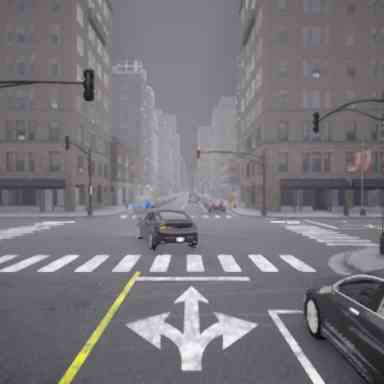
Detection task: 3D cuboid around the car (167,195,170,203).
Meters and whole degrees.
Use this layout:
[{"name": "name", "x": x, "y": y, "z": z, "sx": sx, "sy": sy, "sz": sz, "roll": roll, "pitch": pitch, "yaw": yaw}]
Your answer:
[{"name": "car", "x": -5.682, "y": 1.616, "z": 61.167, "sx": 1.947, "sy": 1.339, "sz": 4.313, "roll": 0, "pitch": 0, "yaw": 0}]

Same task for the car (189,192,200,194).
[{"name": "car", "x": 0.233, "y": 1.099, "z": 78.070, "sx": 2.150, "sy": 2.045, "sz": 5.566, "roll": 0, "pitch": 0, "yaw": 0}]

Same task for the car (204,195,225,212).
[{"name": "car", "x": 2.768, "y": 1.472, "z": 38.467, "sx": 1.967, "sy": 1.590, "sz": 4.097, "roll": 0, "pitch": 0, "yaw": 0}]

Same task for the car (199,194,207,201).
[{"name": "car", "x": 2.937, "y": 1.378, "z": 89.490, "sx": 2.192, "sy": 1.841, "sz": 5.009, "roll": 0, "pitch": 0, "yaw": 0}]

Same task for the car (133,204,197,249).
[{"name": "car", "x": -1.236, "y": 1.519, "z": 14.707, "sx": 1.837, "sy": 1.490, "sz": 4.892, "roll": 2, "pitch": -1, "yaw": -19}]

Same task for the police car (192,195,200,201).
[{"name": "police car", "x": 1.051, "y": 1.487, "z": 84.563, "sx": 1.930, "sy": 1.638, "sz": 5.238, "roll": 0, "pitch": 0, "yaw": -1}]

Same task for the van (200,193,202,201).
[{"name": "van", "x": 2.843, "y": 1.391, "z": 61.144, "sx": 1.690, "sy": 1.788, "sz": 3.998, "roll": 0, "pitch": 0, "yaw": 0}]

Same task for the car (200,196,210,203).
[{"name": "car", "x": 2.881, "y": 1.607, "z": 72.483, "sx": 2.008, "sy": 1.369, "sz": 4.403, "roll": 0, "pitch": 0, "yaw": 0}]

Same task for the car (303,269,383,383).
[{"name": "car", "x": 2.663, "y": 1.554, "z": 3.817, "sx": 2.008, "sy": 1.369, "sz": 4.403, "roll": 0, "pitch": 0, "yaw": 0}]

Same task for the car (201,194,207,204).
[{"name": "car", "x": 2.806, "y": 1.482, "z": 49.805, "sx": 1.967, "sy": 1.590, "sz": 4.097, "roll": 0, "pitch": 0, "yaw": 0}]

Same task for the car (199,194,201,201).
[{"name": "car", "x": 2.863, "y": 1.579, "z": 66.983, "sx": 1.752, "sy": 1.417, "sz": 4.829, "roll": 0, "pitch": 0, "yaw": 0}]

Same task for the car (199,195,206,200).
[{"name": "car", "x": 2.957, "y": 1.631, "z": 95.160, "sx": 1.947, "sy": 1.339, "sz": 4.313, "roll": 0, "pitch": 0, "yaw": 0}]

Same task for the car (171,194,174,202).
[{"name": "car", "x": -5.644, "y": 1.622, "z": 72.503, "sx": 1.947, "sy": 1.339, "sz": 4.313, "roll": 0, "pitch": 0, "yaw": 0}]

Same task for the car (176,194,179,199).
[{"name": "car", "x": -5.569, "y": 1.380, "z": 95.176, "sx": 2.192, "sy": 1.841, "sz": 5.009, "roll": 0, "pitch": 0, "yaw": 0}]

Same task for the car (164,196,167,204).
[{"name": "car", "x": -5.701, "y": 1.628, "z": 55.498, "sx": 1.802, "sy": 1.307, "sz": 4.206, "roll": 0, "pitch": 0, "yaw": 0}]

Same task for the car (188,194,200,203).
[{"name": "car", "x": 0.199, "y": 1.609, "z": 68.035, "sx": 1.994, "sy": 1.385, "sz": 4.181, "roll": 0, "pitch": 0, "yaw": 0}]

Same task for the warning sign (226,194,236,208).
[{"name": "warning sign", "x": 5.189, "y": 1.152, "z": 44.454, "sx": 1.300, "sy": 1.860, "sz": 1.060, "roll": 0, "pitch": 0, "yaw": 0}]

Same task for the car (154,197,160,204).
[{"name": "car", "x": -5.739, "y": 1.477, "z": 44.162, "sx": 1.967, "sy": 1.590, "sz": 4.097, "roll": 0, "pitch": 0, "yaw": 0}]

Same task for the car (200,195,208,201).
[{"name": "car", "x": 2.919, "y": 1.501, "z": 83.821, "sx": 1.967, "sy": 1.590, "sz": 4.097, "roll": 0, "pitch": 0, "yaw": 0}]

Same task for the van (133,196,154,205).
[{"name": "van", "x": -5.758, "y": 1.373, "z": 38.493, "sx": 1.690, "sy": 1.788, "sz": 3.998, "roll": 0, "pitch": 0, "yaw": 0}]

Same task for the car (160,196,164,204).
[{"name": "car", "x": -5.720, "y": 1.607, "z": 49.830, "sx": 1.947, "sy": 1.339, "sz": 4.313, "roll": 0, "pitch": 0, "yaw": 0}]

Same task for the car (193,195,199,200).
[{"name": "car", "x": 1.074, "y": 1.521, "z": 94.658, "sx": 1.801, "sy": 1.575, "sz": 5.366, "roll": 0, "pitch": 0, "yaw": 0}]
